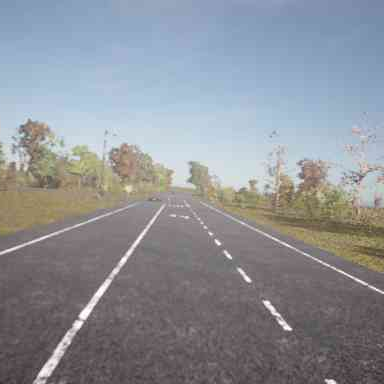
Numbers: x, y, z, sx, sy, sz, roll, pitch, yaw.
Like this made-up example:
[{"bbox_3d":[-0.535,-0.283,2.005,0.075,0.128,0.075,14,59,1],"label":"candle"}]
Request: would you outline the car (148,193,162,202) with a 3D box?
[{"bbox_3d":[-5.995,0.917,54.533,1.994,1.385,4.181,5,0,-3],"label":"car"}]
